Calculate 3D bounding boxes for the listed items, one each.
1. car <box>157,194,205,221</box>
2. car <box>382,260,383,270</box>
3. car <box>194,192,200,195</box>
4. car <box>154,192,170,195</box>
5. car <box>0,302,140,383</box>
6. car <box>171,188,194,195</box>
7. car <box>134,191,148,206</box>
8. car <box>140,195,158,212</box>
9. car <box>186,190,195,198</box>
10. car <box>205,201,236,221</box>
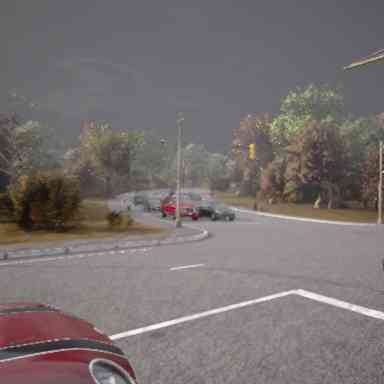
[{"bbox_3d":[-1.182,1.478,30.841,2.150,2.045,5.566,2,0,-22],"label":"car"},{"bbox_3d":[7.193,1.719,10.103,2.033,1.411,5.357,1,-1,39],"label":"car"},{"bbox_3d":[0.695,0.889,64.536,2.128,1.511,4.902,1,3,-7],"label":"car"},{"bbox_3d":[-5.699,0.795,58.814,2.097,1.767,4.553,2,2,-10],"label":"car"},{"bbox_3d":[-2.536,1.352,1.937,4.553,1.767,2.097,0,0,-36],"label":"car"},{"bbox_3d":[-1.730,0.868,57.195,2.150,2.045,5.566,1,2,-12],"label":"car"},{"bbox_3d":[-7.545,0.949,50.153,2.150,2.045,5.566,2,2,-13],"label":"car"},{"bbox_3d":[-4.664,1.591,40.106,1.837,1.490,4.892,2,1,-18],"label":"car"},{"bbox_3d":[-0.374,0.406,74.747,2.128,1.511,4.902,1,3,-1],"label":"car"},{"bbox_3d":[2.323,1.715,31.624,2.097,1.767,4.553,2,0,-23],"label":"car"}]
